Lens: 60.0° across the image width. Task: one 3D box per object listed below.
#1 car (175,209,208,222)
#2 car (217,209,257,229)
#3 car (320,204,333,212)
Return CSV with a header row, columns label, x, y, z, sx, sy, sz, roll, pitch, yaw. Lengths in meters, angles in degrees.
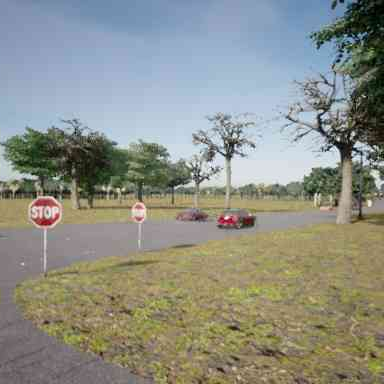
label,x,y,z,sx,sy,sz,roll,pitch,yaw
car,-0.027,2.548,36.734,1.994,1.385,4.181,1,-1,36
car,4.256,2.381,30.723,2.097,1.767,4.553,1,-1,36
car,33.342,3.886,82.459,2.097,1.767,4.553,1,-1,36
